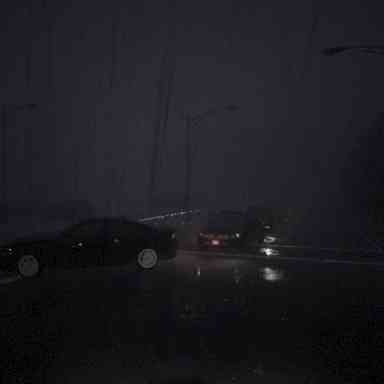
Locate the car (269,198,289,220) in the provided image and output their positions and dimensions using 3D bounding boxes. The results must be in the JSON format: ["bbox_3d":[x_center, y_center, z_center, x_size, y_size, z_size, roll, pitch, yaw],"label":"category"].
[{"bbox_3d":[5.838,1.474,24.975,2.128,1.511,4.902,0,0,19],"label":"car"}]

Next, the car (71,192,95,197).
[{"bbox_3d":[-18.529,1.248,53.732,4.514,1.523,2.007,0,0,18],"label":"car"}]

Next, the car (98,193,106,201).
[{"bbox_3d":[-20.299,1.013,70.935,3.866,1.878,1.905,0,0,18],"label":"car"}]

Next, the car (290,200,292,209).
[{"bbox_3d":[12.226,1.540,43.981,1.994,1.385,4.181,0,0,19],"label":"car"}]

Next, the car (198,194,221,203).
[{"bbox_3d":[3.328,1.201,62.988,3.806,1.475,1.970,0,0,18],"label":"car"}]

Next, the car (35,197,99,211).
[{"bbox_3d":[-9.067,1.355,24.216,3.633,1.501,1.845,0,0,18],"label":"car"}]

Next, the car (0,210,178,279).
[{"bbox_3d":[-2.920,1.475,9.917,5.008,1.535,1.882,0,0,-19],"label":"car"}]

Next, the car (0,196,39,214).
[{"bbox_3d":[-15.152,1.355,29.404,3.806,1.475,1.970,0,0,18],"label":"car"}]

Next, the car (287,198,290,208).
[{"bbox_3d":[7.709,1.486,30.541,1.837,1.490,4.892,0,0,19],"label":"car"}]

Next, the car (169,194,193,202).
[{"bbox_3d":[-2.187,1.256,68.705,4.514,1.523,2.007,0,0,18],"label":"car"}]

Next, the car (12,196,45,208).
[{"bbox_3d":[-21.752,1.273,44.273,3.633,1.501,1.845,0,0,18],"label":"car"}]

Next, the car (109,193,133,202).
[{"bbox_3d":[-13.887,1.045,65.314,4.605,1.855,1.932,0,0,18],"label":"car"}]

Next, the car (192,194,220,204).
[{"bbox_3d":[1.591,1.124,56.802,5.027,1.636,2.152,0,0,18],"label":"car"}]

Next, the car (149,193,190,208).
[{"bbox_3d":[-3.018,1.073,41.788,4.605,1.855,1.932,0,0,18],"label":"car"}]

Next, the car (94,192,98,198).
[{"bbox_3d":[-21.937,1.297,67.978,3.806,1.475,1.970,0,0,18],"label":"car"}]

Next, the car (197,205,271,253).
[{"bbox_3d":[1.794,1.514,13.916,1.812,1.442,4.674,0,0,24],"label":"car"}]

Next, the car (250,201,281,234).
[{"bbox_3d":[3.934,1.489,19.327,1.837,1.490,4.892,0,0,19],"label":"car"}]

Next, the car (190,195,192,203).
[{"bbox_3d":[-2.484,1.052,44.674,3.866,1.878,1.905,0,0,18],"label":"car"}]
